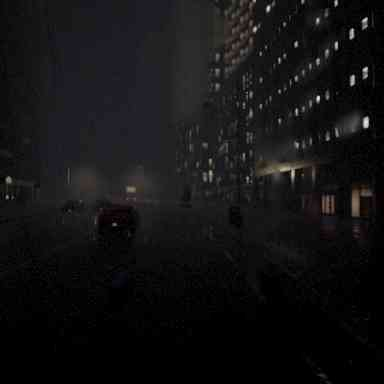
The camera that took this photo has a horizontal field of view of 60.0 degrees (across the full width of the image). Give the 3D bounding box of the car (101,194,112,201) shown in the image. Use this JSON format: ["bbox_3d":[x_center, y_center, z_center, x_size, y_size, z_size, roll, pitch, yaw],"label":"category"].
[{"bbox_3d":[-19.618,1.227,76.250,1.994,1.385,4.181,0,0,-19],"label":"car"}]

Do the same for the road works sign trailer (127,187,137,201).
[{"bbox_3d":[-15.300,0.442,83.588,2.380,3.560,2.880,0,0,-22],"label":"road works sign trailer"}]

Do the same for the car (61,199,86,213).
[{"bbox_3d":[-13.014,1.524,36.844,2.033,1.411,5.357,0,0,-9],"label":"car"}]

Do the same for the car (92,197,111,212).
[{"bbox_3d":[-9.634,1.476,36.130,2.128,1.511,4.902,0,0,-9],"label":"car"}]

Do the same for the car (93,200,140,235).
[{"bbox_3d":[-4.070,1.476,19.071,1.882,1.535,5.008,0,0,-5],"label":"car"}]
